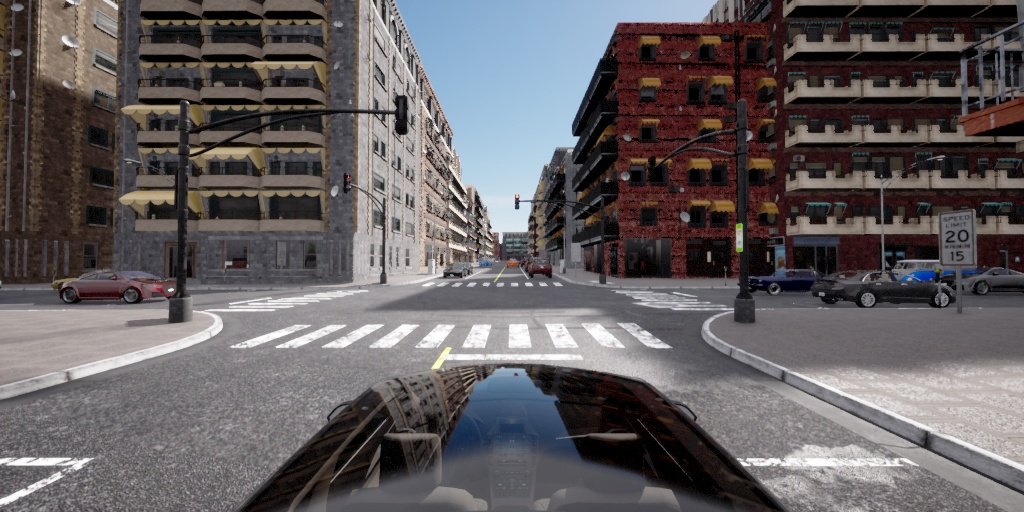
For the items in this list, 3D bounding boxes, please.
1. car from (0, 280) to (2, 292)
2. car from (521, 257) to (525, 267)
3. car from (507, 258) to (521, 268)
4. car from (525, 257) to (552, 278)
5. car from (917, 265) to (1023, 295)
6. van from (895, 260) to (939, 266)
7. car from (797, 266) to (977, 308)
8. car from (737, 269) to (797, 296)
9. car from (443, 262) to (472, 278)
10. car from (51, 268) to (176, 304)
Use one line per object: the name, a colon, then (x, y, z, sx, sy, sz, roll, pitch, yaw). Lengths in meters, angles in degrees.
car: (-26.677, 1.027, 16.026, 5.566, 2.045, 2.150, 0, -1, 0)
car: (2.625, 1.086, 44.819, 2.192, 1.841, 5.009, 0, 0, 0)
car: (0.181, 1.176, 63.729, 2.097, 1.767, 4.553, 0, 0, 0)
car: (2.610, 1.077, 33.695, 2.192, 1.841, 5.009, 0, 0, 0)
car: (24.581, 1.287, 18.777, 4.181, 1.385, 1.994, 0, -1, 0)
van: (24.929, 1.115, 21.224, 3.998, 1.789, 1.690, 0, 0, 0)
car: (13.761, 1.185, 13.387, 4.403, 1.370, 2.007, 0, 0, 0)
car: (14.575, 1.347, 18.812, 4.718, 1.301, 1.895, 0, -1, -2)
car: (-5.271, 1.328, 33.661, 1.948, 1.339, 4.313, 0, 0, 0)
car: (-17.188, 1.340, 15.984, 4.181, 1.385, 1.994, 0, -1, 0)
